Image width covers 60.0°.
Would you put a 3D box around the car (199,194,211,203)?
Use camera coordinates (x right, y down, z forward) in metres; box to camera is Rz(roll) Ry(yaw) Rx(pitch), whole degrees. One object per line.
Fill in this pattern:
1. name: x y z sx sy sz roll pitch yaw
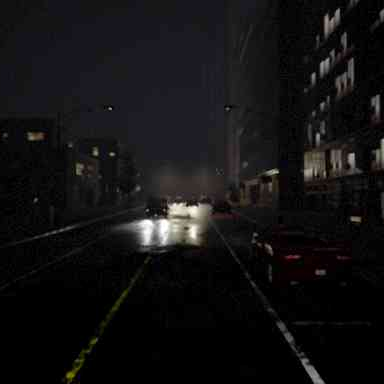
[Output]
1. car: 2.754 1.445 71.315 2.192 1.841 5.009 1 0 0

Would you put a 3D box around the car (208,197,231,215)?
1. car: 3.026 1.541 35.182 1.882 1.535 5.008 0 0 0

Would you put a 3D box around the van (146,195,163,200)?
1. van: -5.641 1.429 48.800 1.690 1.788 3.998 1 0 0

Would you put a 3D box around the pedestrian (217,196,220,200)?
1. pedestrian: 3.026 1.362 38.202 0.375 1.860 0.375 1 -1 0

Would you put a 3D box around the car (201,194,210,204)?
1. car: 2.749 1.560 65.670 1.967 1.590 4.097 1 0 0

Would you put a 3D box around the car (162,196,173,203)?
1. car: -5.625 1.692 77.019 2.008 1.369 4.403 1 0 0

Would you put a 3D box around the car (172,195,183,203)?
1. car: -2.950 1.692 71.873 1.895 1.301 4.718 0 0 0

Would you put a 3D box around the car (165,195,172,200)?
1. car: -5.629 1.435 65.732 2.192 1.841 5.009 1 0 0

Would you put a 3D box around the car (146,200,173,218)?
1. car: -3.077 1.655 30.517 1.895 1.301 4.718 0 0 0

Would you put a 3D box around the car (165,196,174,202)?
1. car: -5.621 1.697 82.663 1.887 1.381 4.507 1 0 0

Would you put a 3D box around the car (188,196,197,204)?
1. car: 0.047 1.607 67.633 1.837 1.490 4.892 0 0 0

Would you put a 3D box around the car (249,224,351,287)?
1. car: 2.708 1.561 9.229 1.887 1.381 4.507 1 0 0

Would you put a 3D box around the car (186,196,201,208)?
1. car: 0.055 1.640 51.492 2.033 1.411 5.357 0 0 1

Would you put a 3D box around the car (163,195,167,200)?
1. car: -5.641 1.680 54.444 1.802 1.307 4.206 1 0 0
